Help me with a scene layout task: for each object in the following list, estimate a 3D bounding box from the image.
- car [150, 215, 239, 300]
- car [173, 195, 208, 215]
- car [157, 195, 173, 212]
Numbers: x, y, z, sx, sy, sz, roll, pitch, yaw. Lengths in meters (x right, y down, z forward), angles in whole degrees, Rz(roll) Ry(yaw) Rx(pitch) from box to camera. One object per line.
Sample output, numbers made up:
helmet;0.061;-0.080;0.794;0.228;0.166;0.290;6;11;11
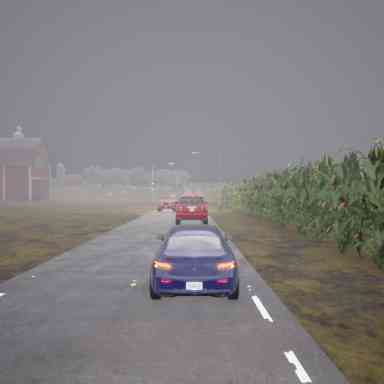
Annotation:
car;0.061;1.524;8.289;1.812;1.442;4.674;0;0;0
car;-0.046;1.246;23.933;2.150;2.045;5.566;0;0;-1
car;-3.012;1.385;40.747;2.150;2.045;5.566;0;-1;0
